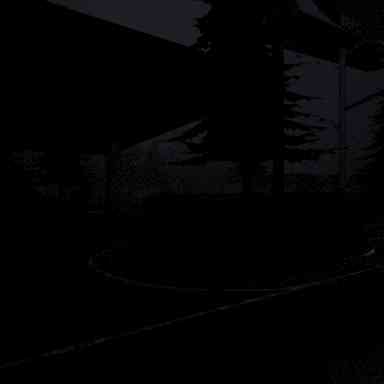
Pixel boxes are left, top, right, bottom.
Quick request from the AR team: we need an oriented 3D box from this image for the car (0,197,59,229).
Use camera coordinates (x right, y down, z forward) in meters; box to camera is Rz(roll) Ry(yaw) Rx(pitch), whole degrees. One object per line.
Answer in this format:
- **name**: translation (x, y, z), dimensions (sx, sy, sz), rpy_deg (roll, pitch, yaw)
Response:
- **car**: translation (-11.886, 1.313, 23.526), dimensions (3.866, 1.878, 1.905), rpy_deg (0, 0, -36)

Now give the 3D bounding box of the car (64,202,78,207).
- **car**: translation (-14.534, 1.491, 35.049), dimensions (4.902, 1.511, 2.128), rpy_deg (0, 0, -36)
